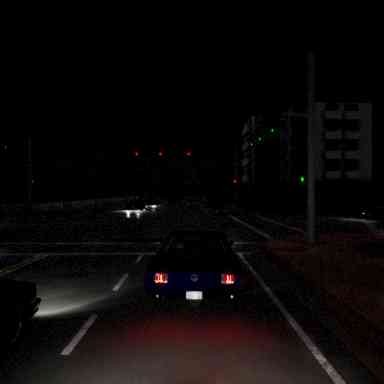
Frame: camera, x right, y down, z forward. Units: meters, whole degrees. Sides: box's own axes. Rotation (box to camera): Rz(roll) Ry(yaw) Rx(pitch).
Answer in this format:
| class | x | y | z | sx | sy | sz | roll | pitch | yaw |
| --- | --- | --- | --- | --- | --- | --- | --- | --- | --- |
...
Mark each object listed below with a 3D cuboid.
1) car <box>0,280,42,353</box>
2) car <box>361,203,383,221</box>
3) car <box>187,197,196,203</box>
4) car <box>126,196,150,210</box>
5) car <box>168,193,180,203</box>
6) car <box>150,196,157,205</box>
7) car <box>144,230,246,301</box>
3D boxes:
| class | x | y | z | sx | sy | sz | roll | pitch | yaw |
| --- | --- | --- | --- | --- | --- | --- | --- | --- | --- |
| car | -3.452 | 1.547 | 3.087 | 2.033 | 1.411 | 5.357 | 0 | 0 | 0 |
| car | 16.345 | 1.502 | 27.057 | 4.892 | 1.490 | 1.837 | 0 | 0 | -1 |
| car | -0.147 | 1.595 | 67.360 | 1.895 | 1.301 | 4.718 | 0 | 0 | 0 |
| car | -7.178 | 1.543 | 43.300 | 2.033 | 1.411 | 5.357 | 0 | 0 | 0 |
| car | -3.647 | 1.215 | 67.338 | 2.150 | 2.045 | 5.566 | 0 | 0 | 0 |
| car | -7.181 | 1.498 | 57.747 | 1.837 | 1.490 | 4.892 | 0 | 0 | 0 |
| car | 0.114 | 1.600 | 8.291 | 1.895 | 1.301 | 4.718 | 0 | 0 | 2 |
